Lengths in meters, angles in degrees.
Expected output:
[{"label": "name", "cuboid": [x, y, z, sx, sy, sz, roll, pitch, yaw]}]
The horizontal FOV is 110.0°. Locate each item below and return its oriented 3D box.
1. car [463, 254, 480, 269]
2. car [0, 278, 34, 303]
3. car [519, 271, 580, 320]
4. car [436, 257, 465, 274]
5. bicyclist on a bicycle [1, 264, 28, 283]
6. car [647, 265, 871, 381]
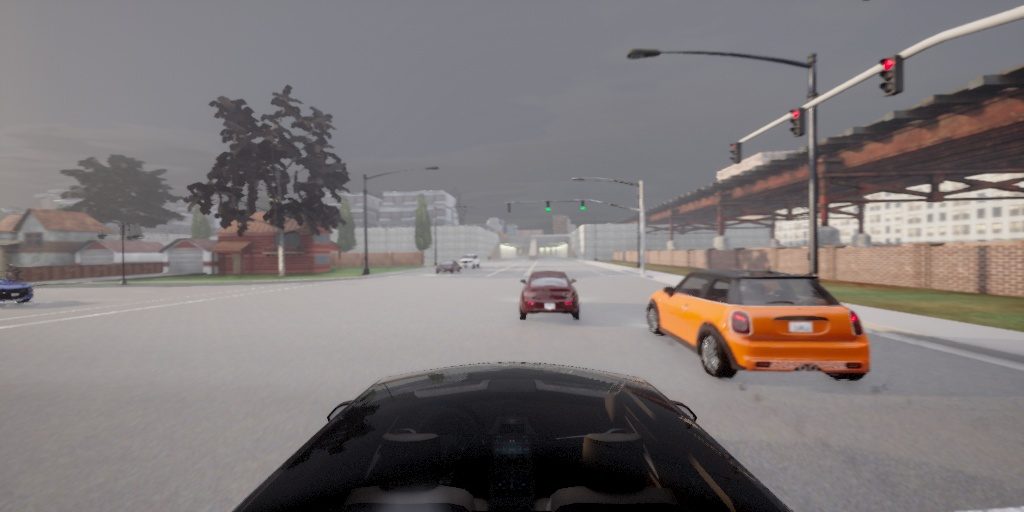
[{"label": "car", "cuboid": [-6.003, 0.762, 50.739, 2.150, 2.045, 5.566, -1, 0, 6]}, {"label": "car", "cuboid": [-25.442, 1.548, 16.725, 5.008, 1.535, 1.882, -1, 0, 4]}, {"label": "car", "cuboid": [1.254, 1.219, 12.310, 1.812, 1.442, 4.674, -1, 0, 5]}, {"label": "car", "cuboid": [-6.984, 1.158, 39.716, 1.812, 1.442, 4.674, -1, 0, 6]}, {"label": "bicyclist on a bicycle", "cuboid": [-39.075, 1.412, 28.073, 0.582, 1.620, 1.656, -1, 0, 4]}, {"label": "car", "cuboid": [4.313, 1.028, 7.235, 2.097, 1.767, 4.553, -1, 0, 5]}]
